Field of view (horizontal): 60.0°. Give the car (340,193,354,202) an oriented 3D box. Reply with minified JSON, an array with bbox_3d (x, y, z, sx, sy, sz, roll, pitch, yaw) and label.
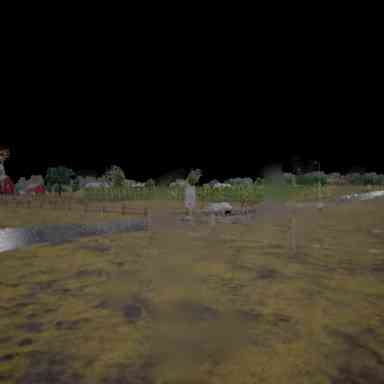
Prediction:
[{"bbox_3d":[39.420,1.543,85.387,2.097,1.767,4.553,-1,0,36],"label":"car"}]

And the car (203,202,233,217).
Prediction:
[{"bbox_3d":[3.237,2.086,41.585,2.097,1.767,4.553,-1,-1,36],"label":"car"}]
